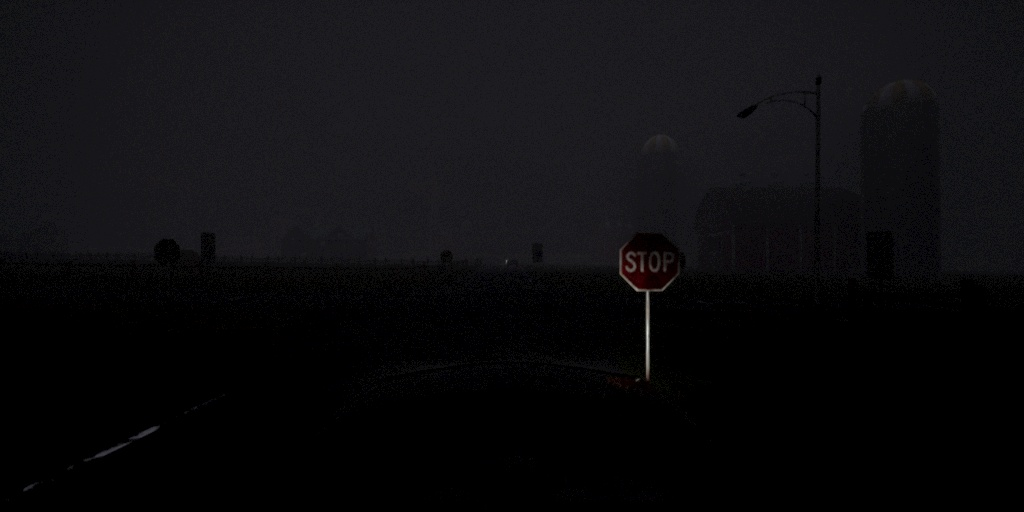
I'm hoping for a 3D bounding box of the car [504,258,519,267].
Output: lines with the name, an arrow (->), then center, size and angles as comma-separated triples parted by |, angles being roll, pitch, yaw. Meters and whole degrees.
car -> 0.082, 1.104, 61.513 | 2.128, 1.511, 4.902 | 0, 0, -2
